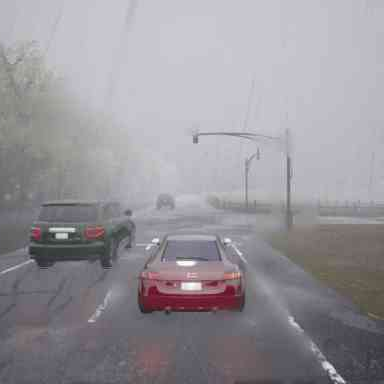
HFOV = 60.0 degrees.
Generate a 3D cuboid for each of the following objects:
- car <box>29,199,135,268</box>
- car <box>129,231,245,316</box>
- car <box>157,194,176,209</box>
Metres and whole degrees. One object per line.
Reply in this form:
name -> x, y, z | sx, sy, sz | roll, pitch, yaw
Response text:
car -> -3.414, 1.227, 11.400 | 2.150, 2.045, 5.566 | 0, 0, 0
car -> -0.007, 1.566, 7.640 | 1.994, 1.385, 4.181 | 0, 0, 0
car -> -3.460, 1.229, 45.022 | 2.150, 2.045, 5.566 | 0, 0, 0
